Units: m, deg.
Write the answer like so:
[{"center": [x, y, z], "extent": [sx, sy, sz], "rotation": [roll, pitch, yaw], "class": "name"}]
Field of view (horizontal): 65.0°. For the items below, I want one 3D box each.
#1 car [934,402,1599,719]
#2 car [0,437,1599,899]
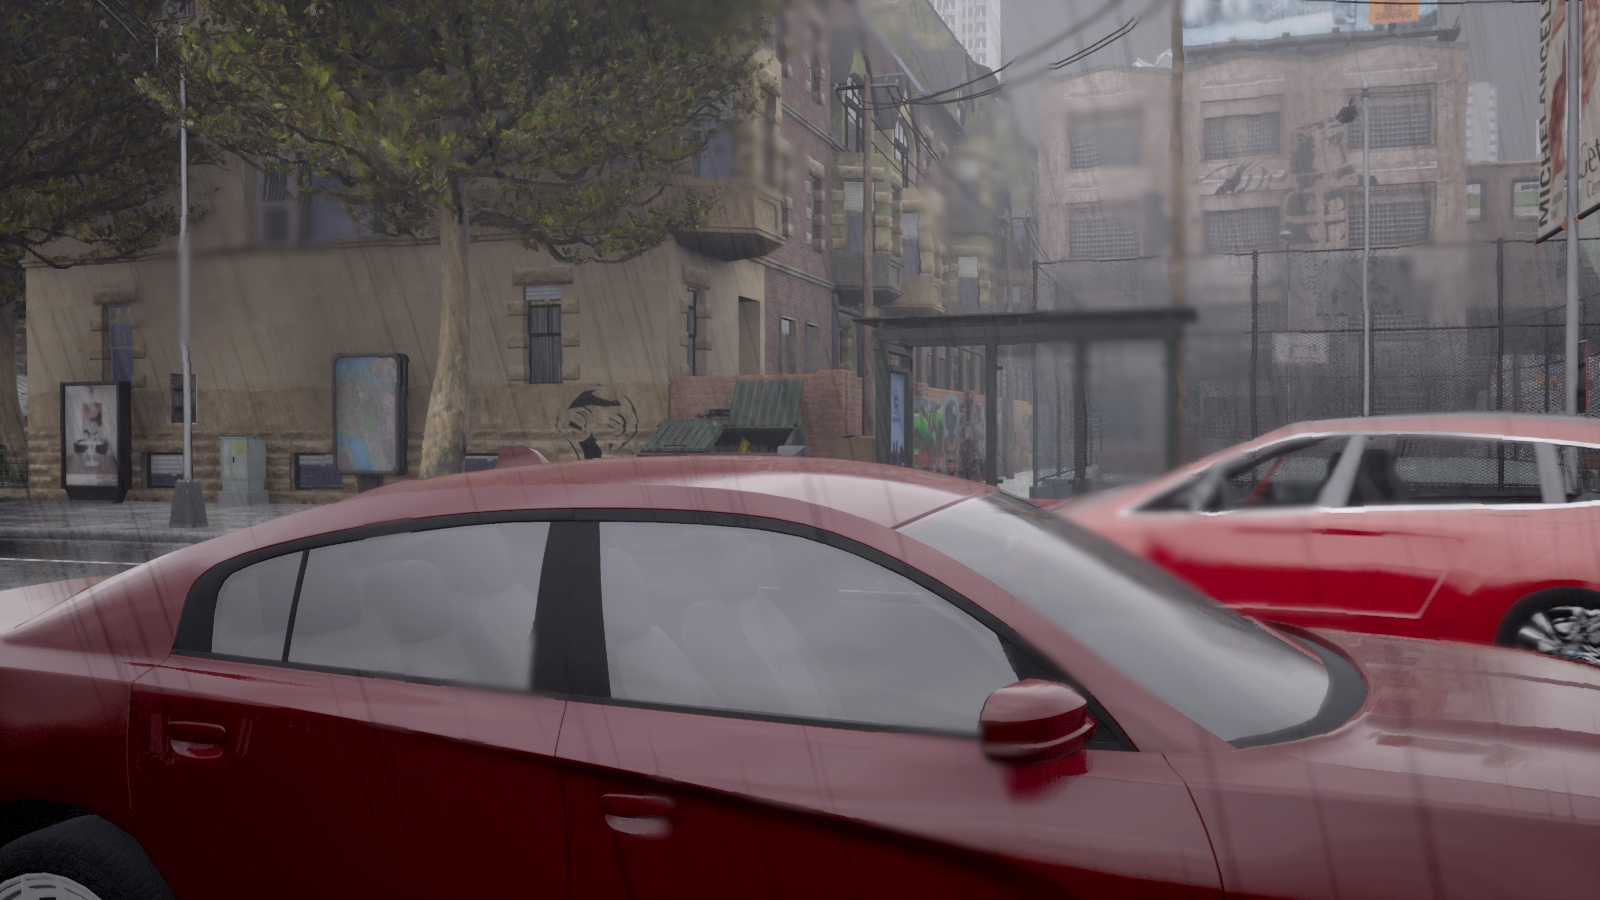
[{"center": [3.484, 0.548, 8.458], "extent": [4.611, 1.667, 2.242], "rotation": [1, 1, 35], "class": "car"}, {"center": [0.026, 0.754, 3.152], "extent": [5.008, 1.535, 1.882], "rotation": [1, 1, 18], "class": "car"}]
